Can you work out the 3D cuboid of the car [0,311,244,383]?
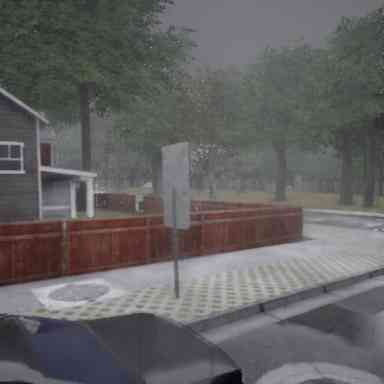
[{"bbox_3d":[-2.051,1.553,1.592,5.357,1.411,2.033,0,0,-35],"label":"car"}]

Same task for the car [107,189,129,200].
[{"bbox_3d":[-10.591,0.364,47.672,2.128,1.511,4.902,-2,3,-35],"label":"car"}]
